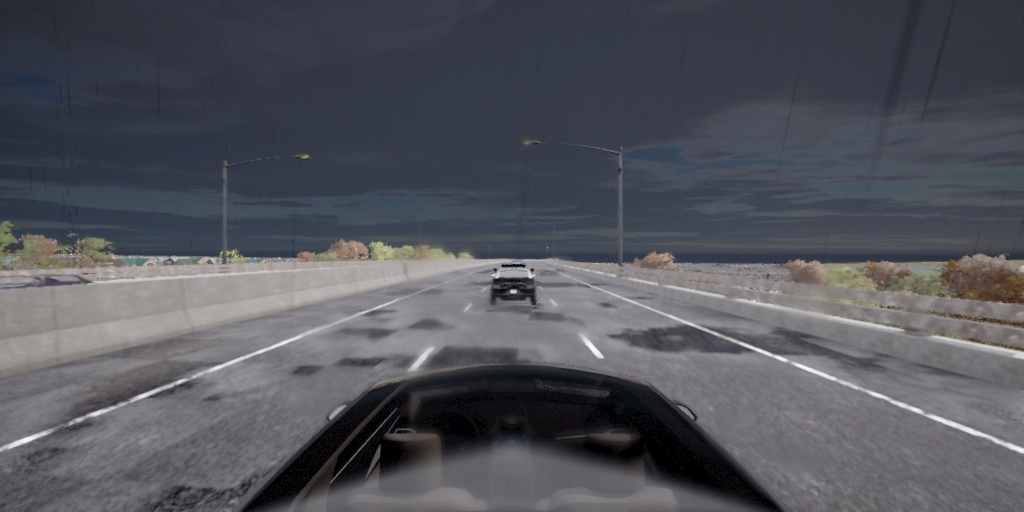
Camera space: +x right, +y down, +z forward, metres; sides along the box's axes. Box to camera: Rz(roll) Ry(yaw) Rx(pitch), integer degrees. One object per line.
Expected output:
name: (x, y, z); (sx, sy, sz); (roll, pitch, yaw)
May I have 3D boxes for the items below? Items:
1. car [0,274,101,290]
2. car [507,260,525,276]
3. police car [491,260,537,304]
car: (-17.462, 1.340, 12.988); (1.895, 1.301, 4.718); (0, 0, 1)
car: (0.504, 1.284, 39.877); (1.882, 1.535, 5.008); (0, 0, 1)
police car: (0.080, 1.188, 16.557); (1.930, 1.638, 5.238); (0, 0, 0)
